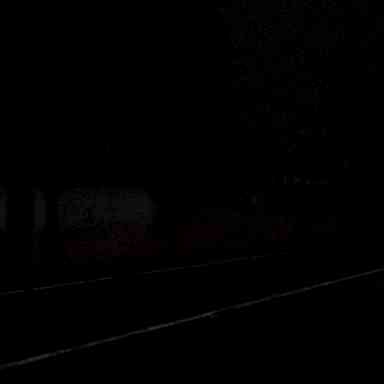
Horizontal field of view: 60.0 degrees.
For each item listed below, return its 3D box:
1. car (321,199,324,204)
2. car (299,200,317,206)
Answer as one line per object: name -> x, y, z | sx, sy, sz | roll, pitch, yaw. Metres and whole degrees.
car -> 33.156, 2.204, 78.638 | 2.152, 1.636, 5.027 | 1, 0, -37
car -> 26.030, 2.489, 74.638 | 1.970, 1.475, 3.806 | 1, -2, -37
